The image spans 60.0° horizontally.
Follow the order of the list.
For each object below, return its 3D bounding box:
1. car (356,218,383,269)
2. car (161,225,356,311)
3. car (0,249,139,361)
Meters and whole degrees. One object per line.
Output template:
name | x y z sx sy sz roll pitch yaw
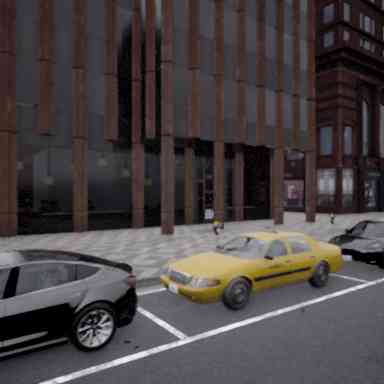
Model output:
car | 6.363 1.571 11.109 4.313 1.339 1.947 0 0 -35
car | 1.616 1.527 7.766 4.829 1.417 1.752 0 0 -35
car | -2.853 1.565 4.618 4.313 1.339 1.947 0 0 -35
